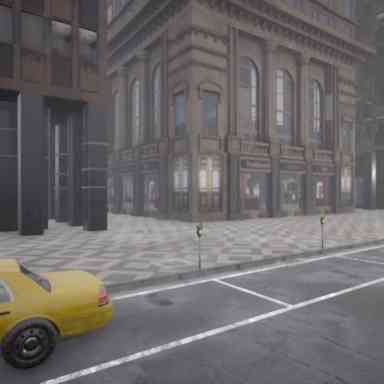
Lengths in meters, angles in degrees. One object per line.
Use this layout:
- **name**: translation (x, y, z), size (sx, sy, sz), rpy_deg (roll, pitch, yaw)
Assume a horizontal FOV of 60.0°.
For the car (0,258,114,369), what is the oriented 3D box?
- **car**: translation (-3.474, 1.526, 4.179), size (4.829, 1.417, 1.752), rpy_deg (0, 0, -35)
